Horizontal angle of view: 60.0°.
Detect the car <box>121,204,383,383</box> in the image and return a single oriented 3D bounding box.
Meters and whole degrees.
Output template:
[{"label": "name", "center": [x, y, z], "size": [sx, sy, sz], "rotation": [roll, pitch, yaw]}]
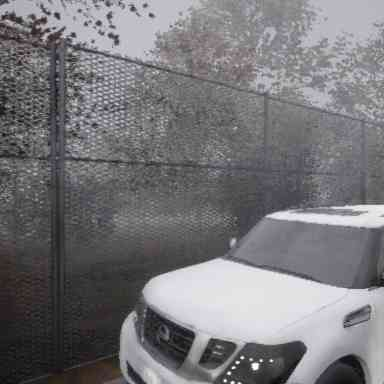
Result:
[{"label": "car", "center": [1.899, 1.227, 4.421], "size": [5.566, 2.045, 2.150], "rotation": [0, 0, -36]}]
